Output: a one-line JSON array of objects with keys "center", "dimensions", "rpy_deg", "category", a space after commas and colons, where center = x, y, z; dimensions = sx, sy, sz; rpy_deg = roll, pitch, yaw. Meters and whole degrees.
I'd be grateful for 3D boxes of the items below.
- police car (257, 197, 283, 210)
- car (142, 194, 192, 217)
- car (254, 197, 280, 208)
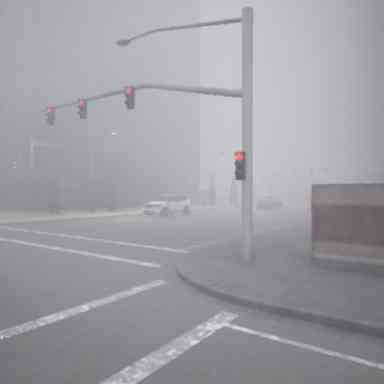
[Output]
[{"center": [9.966, 1.445, 42.679], "dimensions": [1.930, 1.638, 5.238], "rpy_deg": [0, 0, 36], "category": "police car"}, {"center": [-2.263, 1.233, 31.824], "dimensions": [2.150, 2.045, 5.566], "rpy_deg": [0, 0, 36], "category": "car"}, {"center": [11.575, 1.505, 50.958], "dimensions": [2.128, 1.511, 4.902], "rpy_deg": [0, 0, 36], "category": "car"}]
